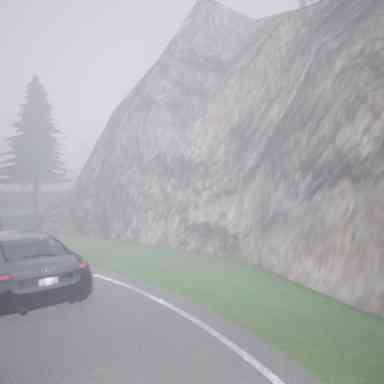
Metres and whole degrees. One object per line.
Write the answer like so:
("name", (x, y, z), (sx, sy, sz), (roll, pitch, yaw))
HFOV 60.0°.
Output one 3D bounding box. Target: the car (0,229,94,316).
("car", (-3.857, 1.505, 7.229), (1.994, 1.385, 4.181), (0, 1, -43))
